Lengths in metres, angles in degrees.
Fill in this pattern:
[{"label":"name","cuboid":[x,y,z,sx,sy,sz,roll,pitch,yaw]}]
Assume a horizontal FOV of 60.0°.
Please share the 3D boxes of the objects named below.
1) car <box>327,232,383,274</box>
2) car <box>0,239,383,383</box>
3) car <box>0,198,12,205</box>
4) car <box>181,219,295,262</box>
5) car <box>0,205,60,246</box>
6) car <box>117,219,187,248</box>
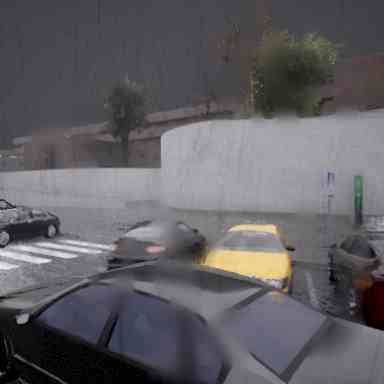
[{"label":"car","cuboid":[3.979,1.522,6.677,2.163,1.488,4.792,0,-1,15]},{"label":"car","cuboid":[-0.415,1.547,3.674,5.357,1.411,2.033,0,0,36]},{"label":"car","cuboid":[-10.587,1.278,17.073,2.435,2.045,5.566,0,-1,16]},{"label":"car","cuboid":[1.499,1.486,8.201,1.946,1.575,5.366,0,-1,16]},{"label":"car","cuboid":[-8.154,1.519,15.313,2.231,1.521,4.892,0,-1,15]},{"label":"car","cuboid":[-0.885,1.535,10.109,2.002,1.452,4.674,0,-1,16]}]
